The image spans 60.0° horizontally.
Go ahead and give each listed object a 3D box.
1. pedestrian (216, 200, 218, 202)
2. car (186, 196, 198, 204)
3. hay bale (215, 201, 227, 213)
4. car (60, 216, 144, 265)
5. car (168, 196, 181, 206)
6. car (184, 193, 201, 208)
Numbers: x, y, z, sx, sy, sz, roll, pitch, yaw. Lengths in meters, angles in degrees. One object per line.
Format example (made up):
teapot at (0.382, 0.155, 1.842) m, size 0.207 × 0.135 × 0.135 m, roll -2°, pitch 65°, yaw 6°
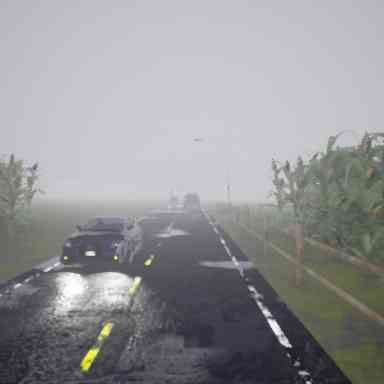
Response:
pedestrian at (2.827, 1.494, 36.866) m, size 0.375 × 1.300 × 0.375 m, roll -1°, pitch 1°, yaw 2°
car at (0.006, 1.440, 59.749) m, size 1.994 × 1.385 × 4.181 m, roll 0°, pitch 0°, yaw 0°
hay bale at (3.133, 1.566, 35.744) m, size 1.220 × 1.180 × 1.240 m, roll 1°, pitch 1°, yaw 0°
car at (-2.850, 1.531, 11.325) m, size 1.994 × 1.385 × 4.181 m, roll 0°, pitch 0°, yaw 0°
car at (-2.811, 1.388, 53.600) m, size 1.837 × 1.490 × 4.892 m, roll 0°, pitch 0°, yaw 0°
car at (0.023, 1.117, 45.562) m, size 2.150 × 2.045 × 5.566 m, roll 0°, pitch 0°, yaw 0°
